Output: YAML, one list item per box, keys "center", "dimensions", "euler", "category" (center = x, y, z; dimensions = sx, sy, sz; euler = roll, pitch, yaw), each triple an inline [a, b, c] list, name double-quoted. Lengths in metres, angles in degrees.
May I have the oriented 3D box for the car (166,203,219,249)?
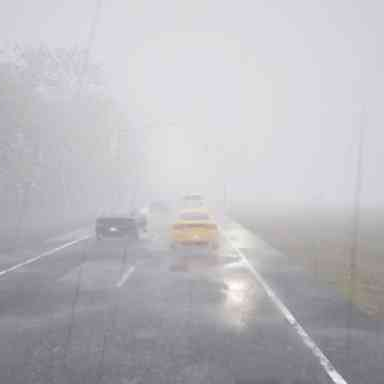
- center: [0.098, 1.462, 14.548]
  dimensions: [1.882, 1.535, 5.008]
  euler: [0, 0, 0]
  category: "car"

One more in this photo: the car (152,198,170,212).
- center: [-3.407, 1.442, 35.644]
  dimensions: [1.882, 1.535, 5.008]
  euler: [0, 0, 0]
  category: "car"

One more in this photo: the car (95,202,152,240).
- center: [-3.403, 1.460, 16.839]
  dimensions: [1.882, 1.535, 5.008]
  euler: [0, 0, 0]
  category: "car"

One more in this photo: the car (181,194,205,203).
- center: [0.092, 1.188, 33.342]
  dimensions: [2.150, 2.045, 5.566]
  euler: [0, 0, 0]
  category: "car"
